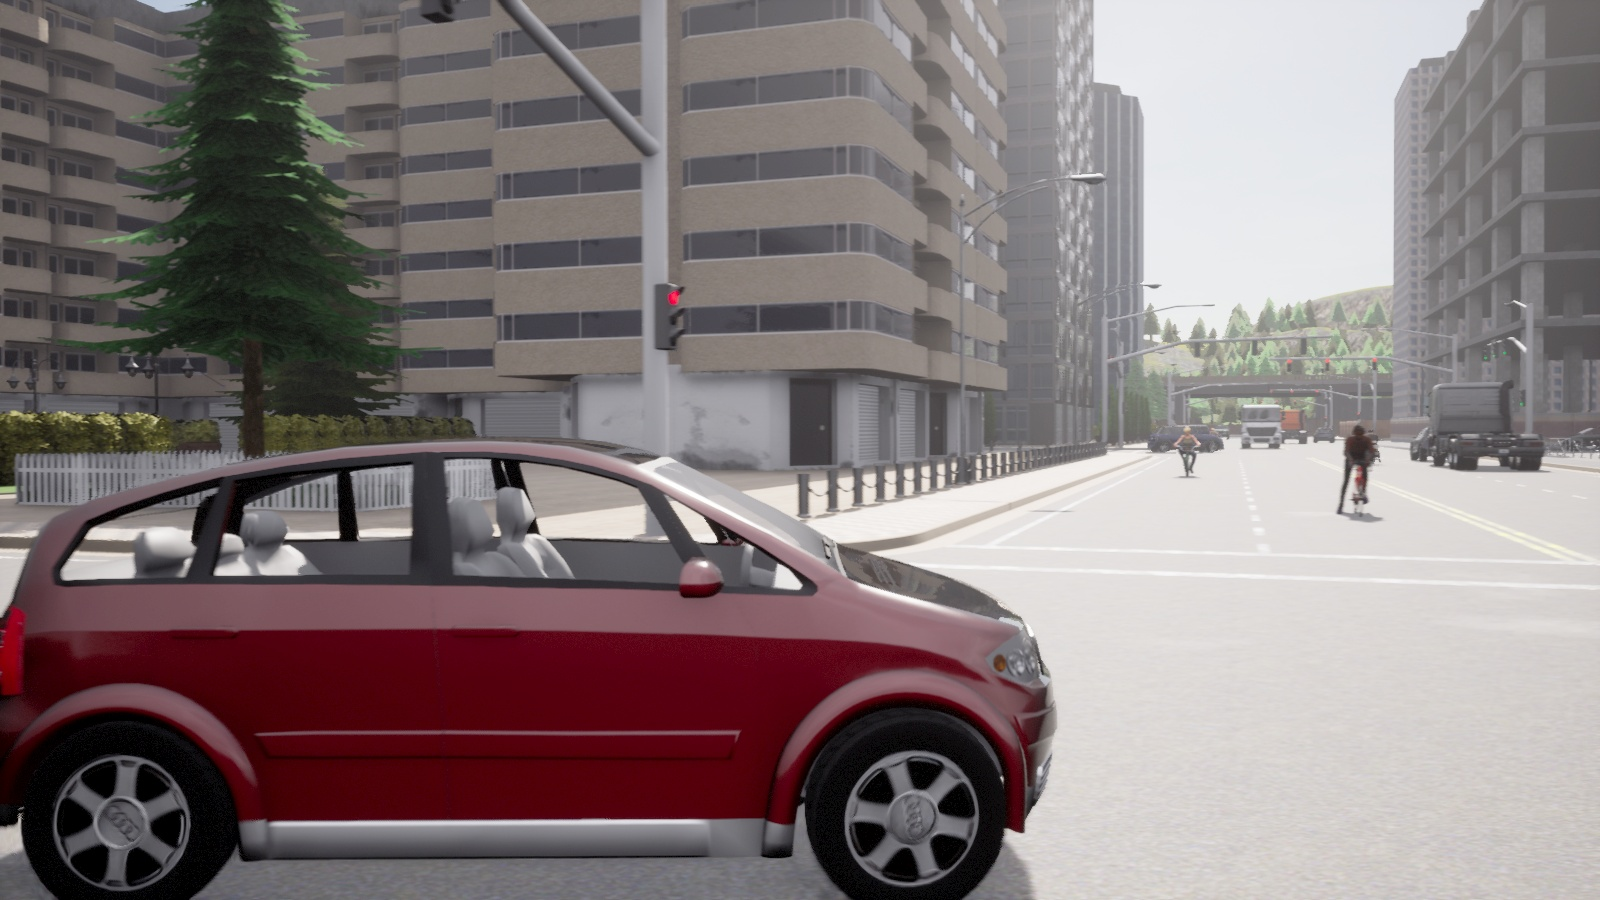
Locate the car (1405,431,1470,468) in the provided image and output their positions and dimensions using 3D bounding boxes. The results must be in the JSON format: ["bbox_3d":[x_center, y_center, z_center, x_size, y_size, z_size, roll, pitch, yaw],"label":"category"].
[{"bbox_3d":[29.827,-0.074,58.881,2.033,1.649,4.856,1,1,19],"label":"car"}]

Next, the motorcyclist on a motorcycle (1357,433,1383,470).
[{"bbox_3d":[24.255,0.045,53.439,0.797,1.523,2.044,1,1,19],"label":"motorcyclist on a motorcycle"}]

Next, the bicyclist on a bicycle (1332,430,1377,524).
[{"bbox_3d":[9.945,0.455,22.572,0.582,1.620,1.656,1,1,19],"label":"bicyclist on a bicycle"}]

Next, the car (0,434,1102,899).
[{"bbox_3d":[-0.912,0.724,4.838,3.705,1.549,1.789,0,1,0],"label":"car"}]

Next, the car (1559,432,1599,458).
[{"bbox_3d":[49.079,-0.303,77.286,3.705,1.549,1.789,1,1,19],"label":"car"}]

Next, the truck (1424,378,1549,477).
[{"bbox_3d":[26.217,-0.833,48.353,2.891,3.462,7.936,1,1,19],"label":"truck"}]

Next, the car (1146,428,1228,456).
[{"bbox_3d":[24.439,-0.525,79.476,4.553,1.767,2.097,0,1,0],"label":"car"}]
